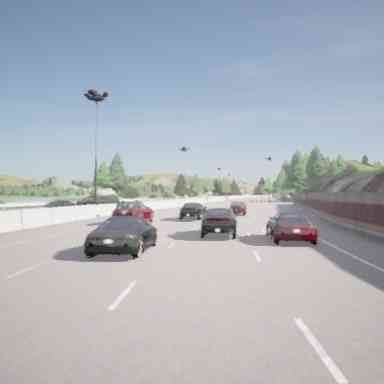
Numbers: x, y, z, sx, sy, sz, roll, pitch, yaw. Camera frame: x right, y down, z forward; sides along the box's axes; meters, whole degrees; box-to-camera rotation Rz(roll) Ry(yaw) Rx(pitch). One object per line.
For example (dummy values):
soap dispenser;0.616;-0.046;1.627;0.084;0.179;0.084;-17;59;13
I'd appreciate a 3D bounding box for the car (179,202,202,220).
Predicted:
car;0.151;1.691;30.262;1.837;1.490;4.892;0;0;12

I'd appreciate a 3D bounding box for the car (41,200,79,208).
car;-15.938;1.689;39.731;1.837;1.490;4.892;0;-1;12

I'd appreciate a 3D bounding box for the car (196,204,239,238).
car;1.575;1.625;18.572;1.837;1.490;4.892;0;0;8

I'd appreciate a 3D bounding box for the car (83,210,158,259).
car;-2.607;1.635;13.092;1.994;1.385;4.181;0;0;6

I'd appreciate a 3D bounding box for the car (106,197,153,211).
car;-4.381;1.491;25.314;2.097;1.767;4.553;0;0;10

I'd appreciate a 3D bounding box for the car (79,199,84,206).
car;-18.755;1.779;59.726;1.882;1.535;5.008;0;0;13

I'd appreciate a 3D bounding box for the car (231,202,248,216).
car;5.026;1.769;36.466;1.812;1.442;4.674;0;0;12

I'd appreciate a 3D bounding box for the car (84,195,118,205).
car;-11.467;1.448;43.791;2.150;2.045;5.566;0;-1;13

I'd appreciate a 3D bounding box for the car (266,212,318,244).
car;4.838;1.685;16.543;1.994;1.385;4.181;0;0;7
